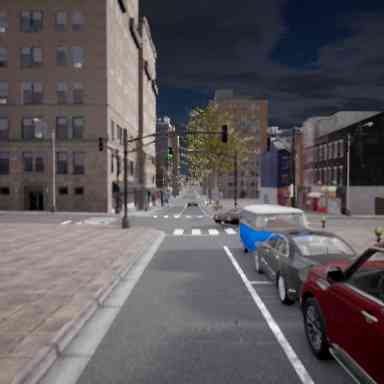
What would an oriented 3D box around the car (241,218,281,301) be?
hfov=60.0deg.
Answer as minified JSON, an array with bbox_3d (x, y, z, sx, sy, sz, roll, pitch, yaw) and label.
[{"bbox_3d":[2.614,1.565,7.994,2.008,1.369,4.403,-2,0,0],"label":"car"}]

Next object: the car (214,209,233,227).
[{"bbox_3d":[3.891,1.739,22.731,4.718,1.301,1.895,1,0,-34],"label":"car"}]

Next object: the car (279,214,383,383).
[{"bbox_3d":[2.609,1.320,3.009,2.192,1.841,5.009,-2,0,0],"label":"car"}]

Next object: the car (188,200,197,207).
[{"bbox_3d":[0.107,2.291,65.842,1.895,1.301,4.718,0,0,1],"label":"car"}]

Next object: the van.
[{"bbox_3d":[2.606,1.362,11.315,1.690,1.788,3.998,-2,0,0],"label":"van"}]
